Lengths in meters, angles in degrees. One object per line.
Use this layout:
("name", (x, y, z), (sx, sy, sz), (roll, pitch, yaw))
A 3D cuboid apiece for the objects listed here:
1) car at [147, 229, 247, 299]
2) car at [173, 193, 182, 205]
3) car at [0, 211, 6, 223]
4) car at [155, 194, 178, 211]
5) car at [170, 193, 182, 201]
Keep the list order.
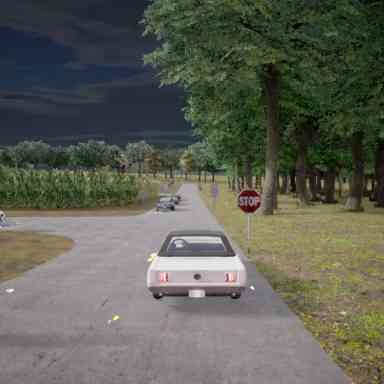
("car", (0.098, 1.590, 8.380), (1.895, 1.301, 4.718), (0, 0, 0))
("car", (-2.857, 1.152, 47.041), (1.994, 1.385, 4.181), (0, 1, 0))
("car", (-14.103, 1.375, 20.583), (4.674, 1.442, 1.812), (0, 2, -5))
("car", (-2.858, 1.302, 36.972), (1.812, 1.442, 4.674), (0, 1, 0))
("car", (-2.843, 0.904, 59.065), (1.895, 1.301, 4.718), (0, 1, 0))
